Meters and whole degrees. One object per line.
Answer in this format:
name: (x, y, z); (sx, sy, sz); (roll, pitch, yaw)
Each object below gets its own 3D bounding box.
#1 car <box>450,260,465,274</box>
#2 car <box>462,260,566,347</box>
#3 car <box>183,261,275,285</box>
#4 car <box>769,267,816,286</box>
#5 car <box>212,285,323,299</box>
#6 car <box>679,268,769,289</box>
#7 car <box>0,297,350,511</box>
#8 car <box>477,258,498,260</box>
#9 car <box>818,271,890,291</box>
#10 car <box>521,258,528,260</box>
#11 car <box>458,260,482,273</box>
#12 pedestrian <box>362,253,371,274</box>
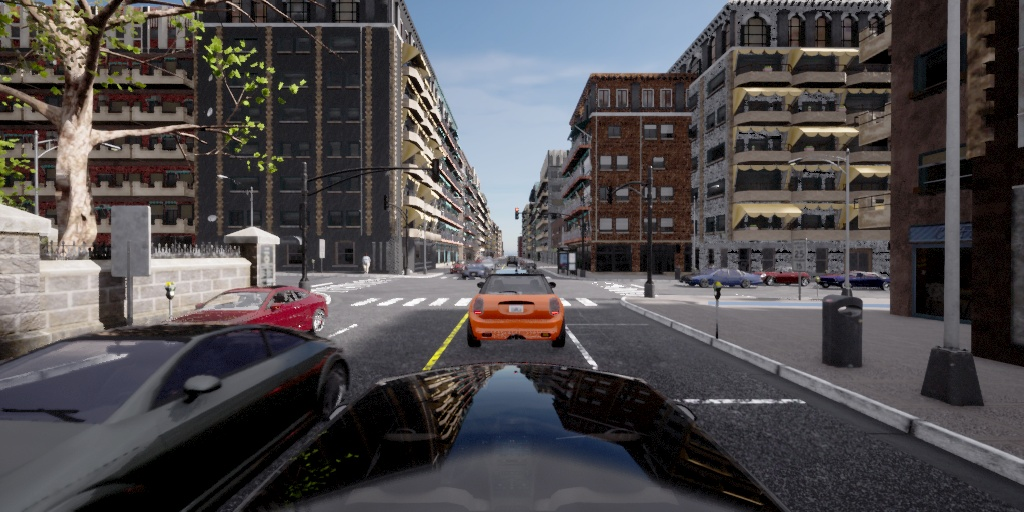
car: (-5.735, 1.187, 40.364); (1.967, 1.591, 4.097); (0, 0, 0)
car: (0.118, 1.101, 9.463); (2.097, 1.767, 4.553); (0, 0, 1)
car: (-17.673, 1.034, 22.550); (4.181, 1.385, 1.994); (1, 0, -1)
car: (21.348, 1.571, 28.834); (4.097, 1.591, 1.967); (0, 0, -1)
car: (-5.696, 1.331, 7.953); (1.802, 1.307, 4.207); (0, 0, 0)
car: (15.220, 1.584, 26.190); (5.357, 1.411, 2.033); (1, 0, -1)
car: (-3.100, 1.314, 2.987); (1.994, 1.385, 4.181); (0, 0, 0)
car: (-3.153, 1.273, 46.243); (1.812, 1.442, 4.674); (0, 0, 0)
car: (25.253, 1.815, 26.321); (4.718, 1.301, 1.895); (1, 0, -1)
car: (2.631, 1.298, 51.646); (2.007, 1.370, 4.403); (0, 0, 0)
car: (-3.135, 1.312, 31.088); (1.994, 1.385, 4.181); (0, 0, 0)
pedestrian: (-12.748, 0.651, 31.348); (0.375, 1.860, 0.375); (0, -1, -1)
